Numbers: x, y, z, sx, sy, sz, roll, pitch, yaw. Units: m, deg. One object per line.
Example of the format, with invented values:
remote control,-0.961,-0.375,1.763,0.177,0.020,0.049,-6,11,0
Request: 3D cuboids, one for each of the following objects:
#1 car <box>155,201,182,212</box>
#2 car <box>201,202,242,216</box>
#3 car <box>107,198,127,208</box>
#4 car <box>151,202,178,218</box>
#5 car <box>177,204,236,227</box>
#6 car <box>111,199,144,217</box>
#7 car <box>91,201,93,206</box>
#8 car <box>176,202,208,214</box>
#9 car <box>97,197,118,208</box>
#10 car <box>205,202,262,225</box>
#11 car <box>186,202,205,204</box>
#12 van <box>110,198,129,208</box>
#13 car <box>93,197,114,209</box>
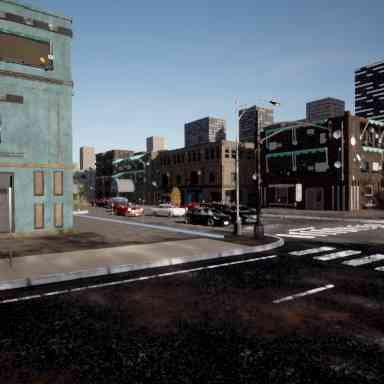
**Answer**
car,-3.262,1.965,45.648,1.802,1.307,4.206,-2,0,-36
car,3.173,1.809,36.642,2.008,1.369,4.403,-2,0,-36
car,-8.946,1.938,43.682,1.882,1.535,5.008,-1,0,-35
car,-2.360,1.934,34.443,1.895,1.301,4.718,-1,0,-36
car,1.107,1.814,24.910,1.947,1.339,4.313,-2,0,-36
car,-6.865,1.846,36.271,1.967,1.590,4.097,-1,0,-36
car,-19.354,2.227,68.165,1.887,1.381,4.507,-1,0,-36
car,-0.044,1.903,41.146,1.802,1.307,4.206,-2,0,-36
car,-16.141,1.939,63.662,2.192,1.841,5.009,-1,0,-36
car,3.395,1.724,26.434,1.837,1.490,4.892,-1,0,-34
car,1.701,1.776,34.252,1.837,1.490,4.892,-1,0,-35
van,-12.922,1.906,59.159,1.690,1.788,3.998,-1,0,-36
car,-14.763,2.077,57.299,2.128,1.511,4.902,-1,0,-36
